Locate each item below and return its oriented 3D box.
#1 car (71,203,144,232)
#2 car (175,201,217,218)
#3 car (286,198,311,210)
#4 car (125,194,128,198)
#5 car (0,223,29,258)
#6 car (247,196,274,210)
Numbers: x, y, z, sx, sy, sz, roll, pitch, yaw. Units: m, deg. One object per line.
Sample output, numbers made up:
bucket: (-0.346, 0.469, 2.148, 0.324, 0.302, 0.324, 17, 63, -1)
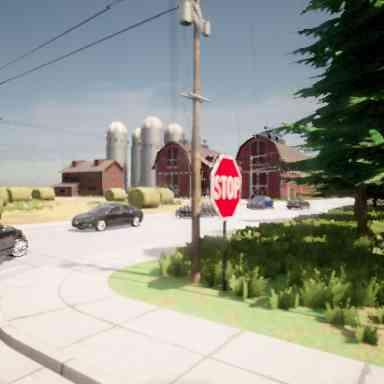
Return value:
car: (-4.996, 1.458, 20.196, 1.837, 1.490, 4.892, 0, 0, 33)
car: (0.694, 1.498, 29.038, 2.033, 1.411, 5.357, 0, 0, 33)
car: (13.529, 1.513, 42.237, 2.033, 1.411, 5.357, 0, 0, 33)
car: (-15.993, 0.818, 88.062, 3.866, 1.878, 1.905, -2, 6, -11)
car: (-6.560, 1.481, 9.622, 1.837, 1.490, 4.892, -3, 1, -5)
car: (8.442, 1.300, 41.020, 2.097, 1.767, 4.553, 0, 0, 33)
